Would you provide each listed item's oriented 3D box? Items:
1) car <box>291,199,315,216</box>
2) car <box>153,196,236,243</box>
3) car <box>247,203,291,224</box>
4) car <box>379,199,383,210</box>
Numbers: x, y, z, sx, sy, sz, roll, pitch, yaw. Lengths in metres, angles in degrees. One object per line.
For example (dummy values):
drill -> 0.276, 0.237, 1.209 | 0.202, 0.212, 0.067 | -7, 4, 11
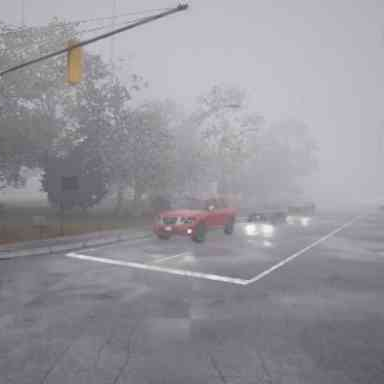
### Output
car -> 11.022, 1.474, 33.479 | 1.882, 1.535, 5.008 | 0, 0, 32
car -> 0.346, 1.219, 16.665 | 2.150, 2.045, 5.566 | 0, 0, 30
car -> 5.679, 1.560, 25.038 | 1.994, 1.385, 4.181 | 0, 0, 32
car -> 24.652, 1.523, 41.631 | 1.812, 1.442, 4.674 | 0, 0, 32
